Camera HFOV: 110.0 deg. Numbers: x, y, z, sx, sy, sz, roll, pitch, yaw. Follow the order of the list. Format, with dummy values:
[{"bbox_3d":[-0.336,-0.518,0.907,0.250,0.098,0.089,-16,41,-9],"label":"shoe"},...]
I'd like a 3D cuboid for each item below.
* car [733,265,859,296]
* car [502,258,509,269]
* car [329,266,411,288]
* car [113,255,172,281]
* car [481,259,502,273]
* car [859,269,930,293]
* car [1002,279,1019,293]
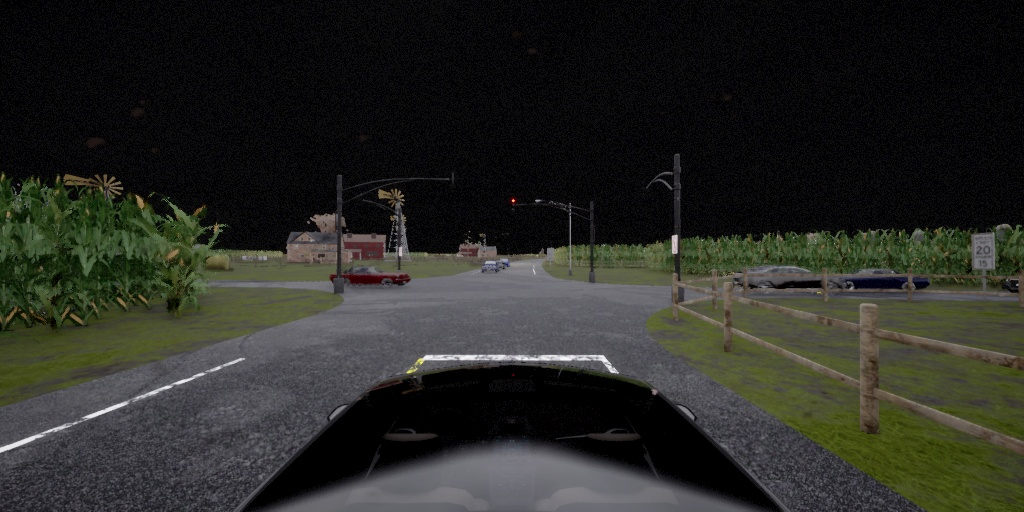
[{"bbox_3d":[14.390,1.247,18.778,4.902,1.511,2.128,0,-1,11],"label":"car"},{"bbox_3d":[-2.065,1.303,53.917,1.994,1.385,4.181,0,0,5],"label":"car"},{"bbox_3d":[-8.930,1.325,22.818,4.718,1.301,1.895,0,-1,9],"label":"car"},{"bbox_3d":[-27.248,0.923,25.785,5.566,2.045,2.150,0,-1,9],"label":"car"},{"bbox_3d":[-2.595,1.271,43.910,1.812,1.442,4.674,0,0,3],"label":"car"},{"bbox_3d":[20.381,1.401,20.577,4.718,1.301,1.895,0,-1,9],"label":"car"},{"bbox_3d":[29.349,1.377,19.028,4.181,1.385,1.994,0,-1,10],"label":"car"}]
